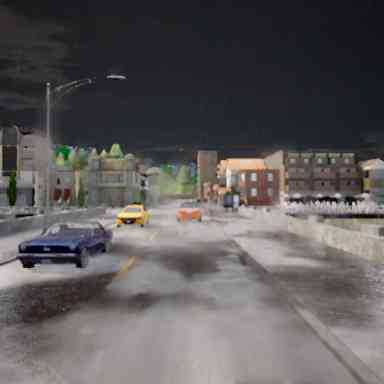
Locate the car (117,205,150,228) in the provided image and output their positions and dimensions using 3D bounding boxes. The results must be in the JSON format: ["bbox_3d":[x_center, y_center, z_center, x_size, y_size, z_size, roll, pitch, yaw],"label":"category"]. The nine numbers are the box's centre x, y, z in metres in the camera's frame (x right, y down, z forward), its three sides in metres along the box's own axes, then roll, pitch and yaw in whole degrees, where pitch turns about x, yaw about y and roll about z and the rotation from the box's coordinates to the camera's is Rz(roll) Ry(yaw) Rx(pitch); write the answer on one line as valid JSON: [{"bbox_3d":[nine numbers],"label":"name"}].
[{"bbox_3d":[-4.354,1.761,25.133,1.882,1.535,5.008,0,0,-1],"label":"car"}]

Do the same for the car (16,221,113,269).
[{"bbox_3d":[-4.223,1.736,11.822,1.895,1.301,4.718,0,-1,-1],"label":"car"}]

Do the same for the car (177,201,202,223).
[{"bbox_3d":[-0.224,1.682,29.428,2.097,1.767,4.553,0,-1,-1],"label":"car"}]
